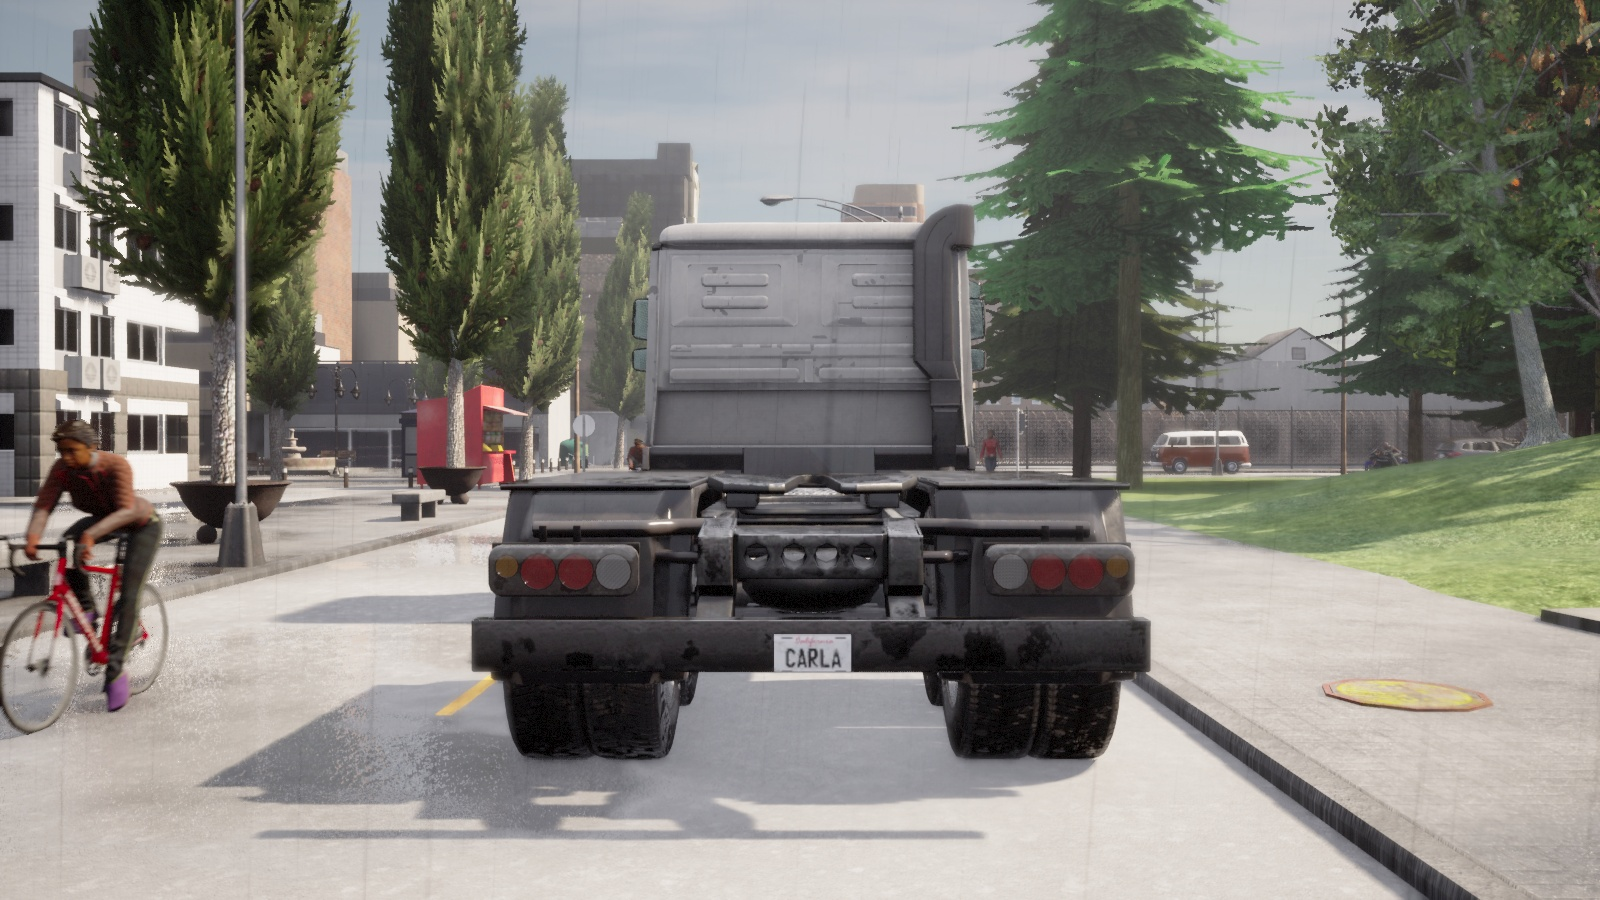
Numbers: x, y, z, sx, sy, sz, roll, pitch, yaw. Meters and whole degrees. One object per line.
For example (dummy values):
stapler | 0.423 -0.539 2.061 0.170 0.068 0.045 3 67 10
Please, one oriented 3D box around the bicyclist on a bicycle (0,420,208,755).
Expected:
bicyclist on a bicycle | -3.945 0.657 6.903 0.582 1.620 1.656 0 1 0

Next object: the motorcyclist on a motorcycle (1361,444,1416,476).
motorcyclist on a motorcycle | 27.907 0.468 59.590 2.191 1.530 0.866 0 0 0

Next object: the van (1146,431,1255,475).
van | 18.968 0.149 59.629 4.480 2.038 2.069 0 0 0

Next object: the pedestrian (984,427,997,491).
pedestrian | 5.531 0.255 36.488 0.331 1.846 0.636 0 0 5

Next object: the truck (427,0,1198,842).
truck | 0.066 -0.284 8.680 2.891 3.462 7.936 0 0 0

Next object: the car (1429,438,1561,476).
car | 30.682 0.303 55.575 4.611 1.667 2.242 0 0 0
